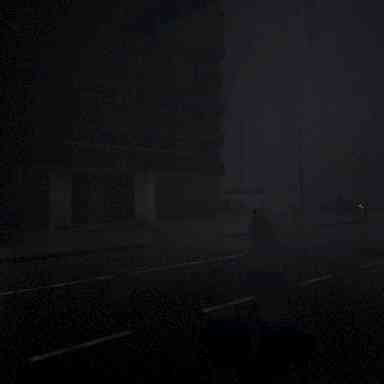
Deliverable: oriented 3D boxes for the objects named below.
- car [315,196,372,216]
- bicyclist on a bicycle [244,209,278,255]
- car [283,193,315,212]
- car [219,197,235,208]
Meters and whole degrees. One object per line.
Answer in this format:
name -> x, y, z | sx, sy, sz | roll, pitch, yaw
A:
car -> 14.743, 1.316, 32.067 | 2.097, 1.767, 4.553 | 0, 0, -37
bicyclist on a bicycle -> 2.488, 1.461, 12.247 | 0.582, 1.620, 1.656 | 0, -2, -37
car -> 13.484, 1.188, 39.496 | 2.150, 2.045, 5.566 | 0, 0, -38
car -> 3.819, 1.443, 46.121 | 1.882, 1.535, 5.008 | 0, 0, -40
